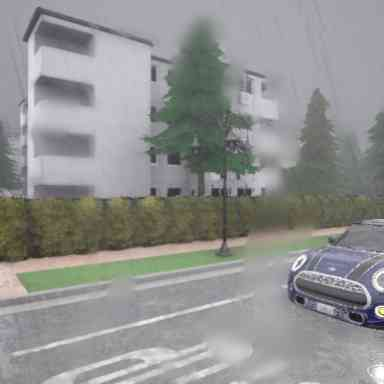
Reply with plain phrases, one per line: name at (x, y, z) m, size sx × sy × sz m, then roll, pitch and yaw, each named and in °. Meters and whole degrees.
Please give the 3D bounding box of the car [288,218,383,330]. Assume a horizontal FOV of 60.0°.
car at (4.063, 1.362, 6.861) m, size 4.553 × 1.767 × 2.097 m, roll 0°, pitch 0°, yaw -35°
